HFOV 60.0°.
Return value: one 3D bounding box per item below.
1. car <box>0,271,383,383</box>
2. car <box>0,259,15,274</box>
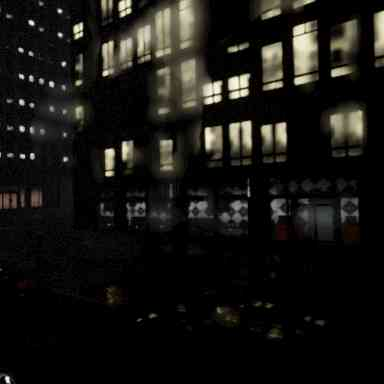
[{"bbox_3d":[0.009,1.583,2.883,4.313,1.339,1.947,-1,-1,36],"label":"car"},{"bbox_3d":[-4.630,1.659,6.193,4.206,1.307,1.802,-1,-1,36],"label":"car"}]
